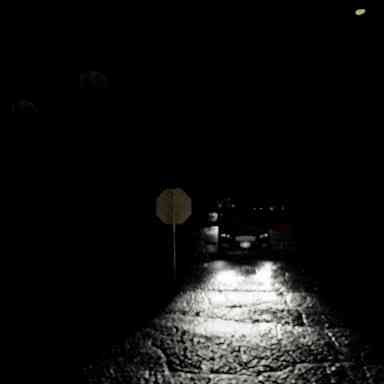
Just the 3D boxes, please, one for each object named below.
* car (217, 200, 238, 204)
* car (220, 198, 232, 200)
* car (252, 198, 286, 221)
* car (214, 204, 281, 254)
[{"bbox_3d":[2.752,1.497,23.304,1.994,1.385,4.181,-1,0,4],"label":"car"},{"bbox_3d":[3.722,1.413,36.502,1.812,1.442,4.674,-1,0,4],"label":"car"},{"bbox_3d":[5.794,1.233,25.577,2.097,1.767,4.553,-1,0,4],"label":"car"},{"bbox_3d":[1.960,1.461,13.375,2.128,1.511,4.902,-1,0,5],"label":"car"}]
